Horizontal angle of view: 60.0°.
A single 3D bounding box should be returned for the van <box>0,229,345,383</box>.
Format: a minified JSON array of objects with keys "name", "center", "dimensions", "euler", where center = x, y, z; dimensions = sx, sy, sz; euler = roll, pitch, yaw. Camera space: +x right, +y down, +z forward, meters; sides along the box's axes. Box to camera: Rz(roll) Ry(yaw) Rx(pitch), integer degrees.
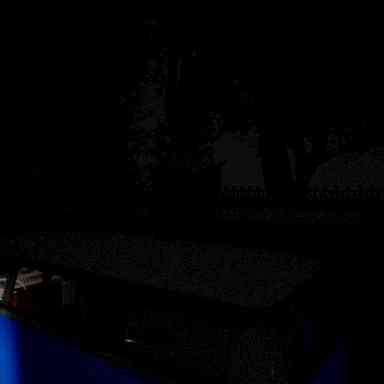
[{"name":"van","center":[-0.667,1.341,3.188],"dimensions":[3.998,1.788,1.690],"euler":[0,0,35]}]
